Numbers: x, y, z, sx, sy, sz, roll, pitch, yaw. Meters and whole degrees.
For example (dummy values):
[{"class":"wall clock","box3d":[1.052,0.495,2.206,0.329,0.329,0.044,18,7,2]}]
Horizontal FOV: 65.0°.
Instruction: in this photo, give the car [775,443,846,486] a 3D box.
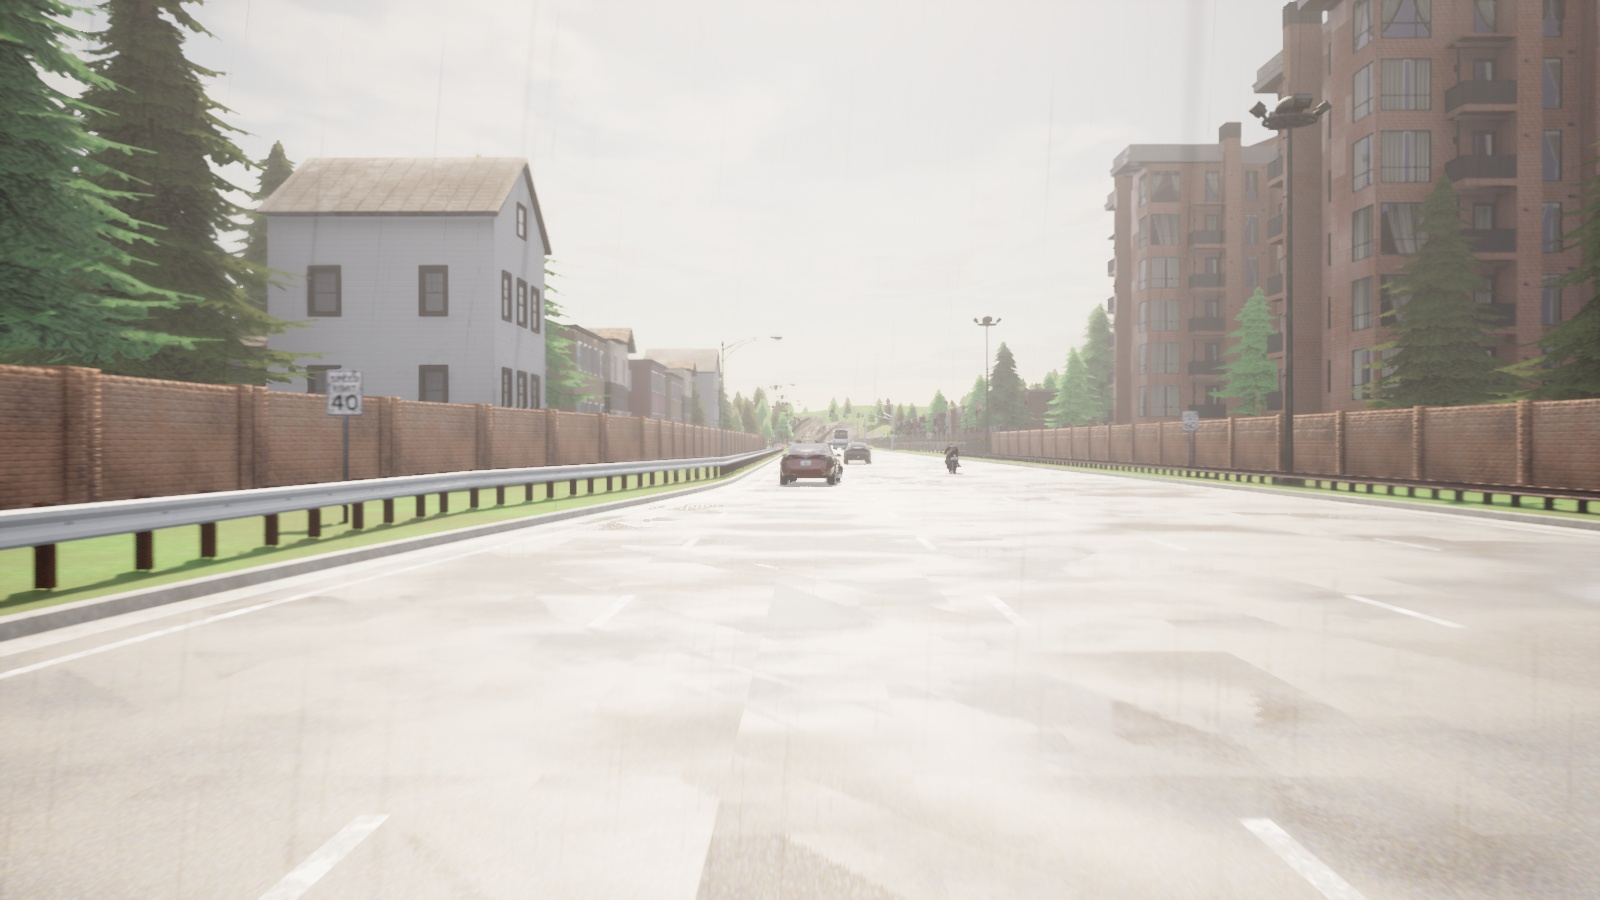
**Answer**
[{"class":"car","box3d":[0.445,0.479,46.074,2.163,1.488,4.792,0,0,6]}]

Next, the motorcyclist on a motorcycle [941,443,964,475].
[{"class":"motorcyclist on a motorcycle","box3d":[7.361,0.434,60.790,0.866,1.530,2.191,0,0,0]}]

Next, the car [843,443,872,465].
[{"class":"car","box3d":[4.019,0.240,88.629,1.837,1.490,4.892,0,0,0]}]
